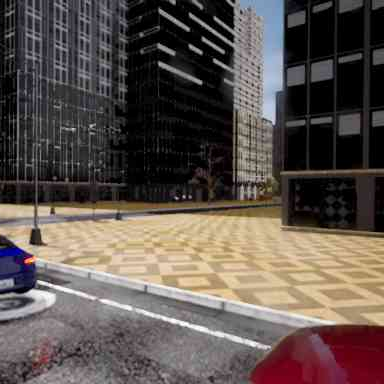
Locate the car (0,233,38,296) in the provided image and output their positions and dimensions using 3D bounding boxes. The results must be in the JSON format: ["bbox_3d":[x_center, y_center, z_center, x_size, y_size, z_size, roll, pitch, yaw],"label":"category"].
[{"bbox_3d":[-5.278,1.520,7.442,4.674,1.442,1.812,0,0,36],"label":"car"}]

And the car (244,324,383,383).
[{"bbox_3d":[2.327,1.564,2.019,4.181,1.385,1.994,0,0,35],"label":"car"}]
